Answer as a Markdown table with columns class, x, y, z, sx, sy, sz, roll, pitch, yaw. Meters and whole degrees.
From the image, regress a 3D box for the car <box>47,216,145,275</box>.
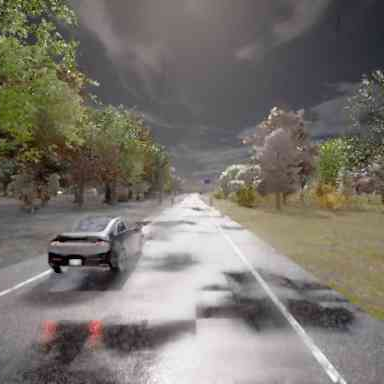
| class | x | y | z | sx | sy | sz | roll | pitch | yaw |
| --- | --- | --- | --- | --- | --- | --- | --- | --- | --- |
| car | -2.742 | 1.497 | 10.488 | 2.128 | 1.511 | 4.902 | 0 | 0 | 2 |
